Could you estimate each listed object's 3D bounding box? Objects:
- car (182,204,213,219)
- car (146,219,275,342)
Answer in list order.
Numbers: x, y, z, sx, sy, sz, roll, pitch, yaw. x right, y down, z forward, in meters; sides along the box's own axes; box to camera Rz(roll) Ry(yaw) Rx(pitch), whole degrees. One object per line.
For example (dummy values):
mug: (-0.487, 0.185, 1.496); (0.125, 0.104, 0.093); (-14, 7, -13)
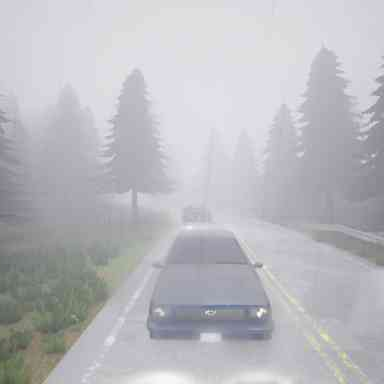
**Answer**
car: (0.308, 1.575, 24.242); (1.994, 1.385, 4.181); (0, 0, -5)
car: (0.309, 1.557, 7.103); (2.033, 1.411, 5.357); (0, 0, 1)
